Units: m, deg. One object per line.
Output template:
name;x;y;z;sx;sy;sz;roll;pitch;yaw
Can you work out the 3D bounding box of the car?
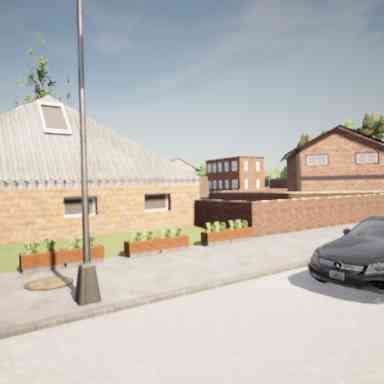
car;4.712;1.267;7.661;4.674;1.442;1.812;-2;1;-34
